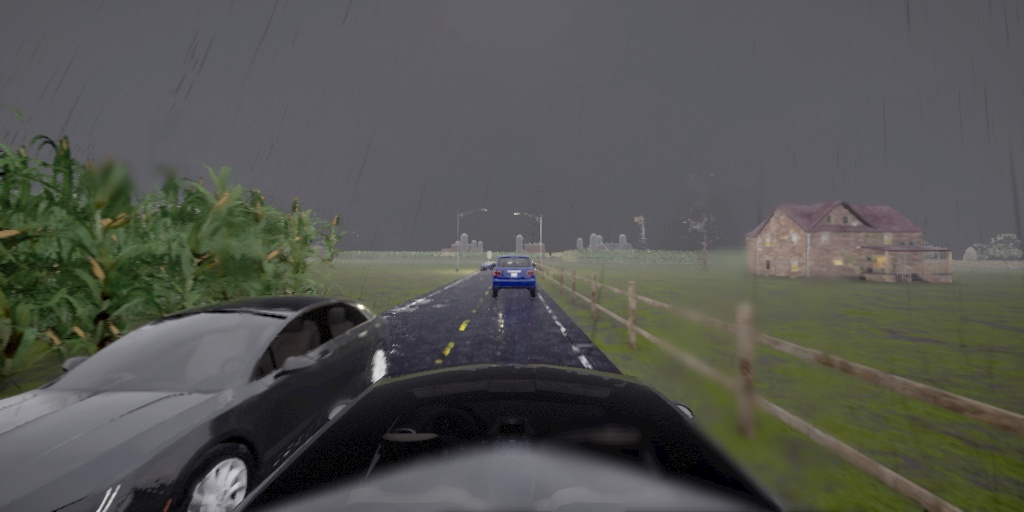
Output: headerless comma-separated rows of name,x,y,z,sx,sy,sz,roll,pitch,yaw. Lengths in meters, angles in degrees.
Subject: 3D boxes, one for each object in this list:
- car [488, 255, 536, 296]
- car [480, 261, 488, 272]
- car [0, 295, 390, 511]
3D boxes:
car,0.105,0.967,19.298,2.150,2.045,5.566,0,0,0
car,-2.824,1.322,44.374,1.895,1.301,4.718,0,0,0
car,-2.849,1.256,3.860,1.837,1.490,4.892,0,0,0
